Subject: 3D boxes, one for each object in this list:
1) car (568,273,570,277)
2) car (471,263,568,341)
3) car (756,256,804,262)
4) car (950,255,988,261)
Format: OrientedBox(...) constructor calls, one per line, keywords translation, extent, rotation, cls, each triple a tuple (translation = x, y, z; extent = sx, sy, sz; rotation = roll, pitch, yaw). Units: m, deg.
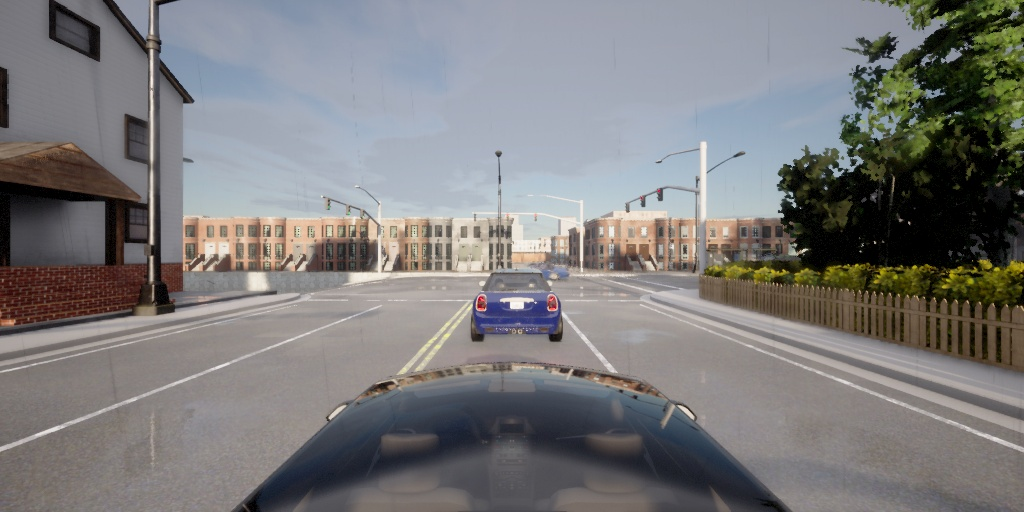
OrientedBox(translation=(2.042, 1.298, 29.662), extent=(5.357, 1.411, 2.033), rotation=(0, 0, 0), cls="car")
OrientedBox(translation=(0.108, 1.102, 9.994), extent=(2.097, 1.767, 4.553), rotation=(0, 0, 0), cls="car")
OrientedBox(translation=(21.739, 0.974, 29.722), extent=(5.566, 2.045, 2.150), rotation=(0, 0, 0), cls="car")
OrientedBox(translation=(37.555, 0.972, 29.739), extent=(5.566, 2.045, 2.150), rotation=(0, 0, 0), cls="car")
